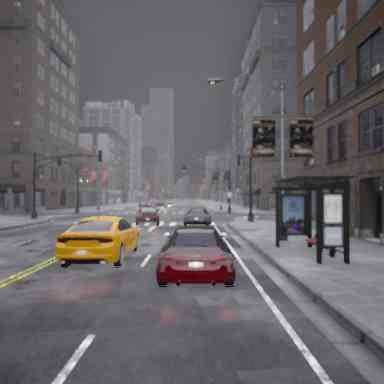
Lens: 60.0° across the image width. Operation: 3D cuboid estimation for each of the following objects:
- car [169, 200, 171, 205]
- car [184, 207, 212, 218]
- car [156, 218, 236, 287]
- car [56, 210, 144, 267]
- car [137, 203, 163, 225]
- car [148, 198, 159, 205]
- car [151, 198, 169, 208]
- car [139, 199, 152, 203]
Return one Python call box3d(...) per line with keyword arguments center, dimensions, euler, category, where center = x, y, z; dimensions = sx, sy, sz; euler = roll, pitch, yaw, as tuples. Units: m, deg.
box3d(center=(-6.272, 2.627, 82.394), dimensions=(1.895, 1.301, 4.718), euler=(0, -1, 0), category="car")
box3d(center=(0.476, 1.863, 25.349), dimensions=(1.994, 1.385, 4.181), euler=(0, -1, 4), category="car")
box3d(center=(0.108, 1.677, 9.716), dimensions=(1.994, 1.385, 4.181), euler=(0, -1, 0), category="car")
box3d(center=(-3.133, 1.616, 11.948), dimensions=(1.882, 1.535, 5.008), euler=(0, -1, 0), category="car")
box3d(center=(-3.636, 1.839, 26.645), dimensions=(1.812, 1.442, 4.674), euler=(0, -1, -10), category="car")
box3d(center=(-9.521, 2.387, 82.406), dimensions=(2.097, 1.767, 4.553), euler=(0, -1, 0), category="car")
box3d(center=(-6.320, 2.362, 66.900), dimensions=(2.033, 1.411, 5.357), euler=(0, -1, 0), category="car")
box3d(center=(-9.571, 2.320, 66.881), dimensions=(2.128, 1.511, 4.902), euler=(0, -1, 0), category="car")
